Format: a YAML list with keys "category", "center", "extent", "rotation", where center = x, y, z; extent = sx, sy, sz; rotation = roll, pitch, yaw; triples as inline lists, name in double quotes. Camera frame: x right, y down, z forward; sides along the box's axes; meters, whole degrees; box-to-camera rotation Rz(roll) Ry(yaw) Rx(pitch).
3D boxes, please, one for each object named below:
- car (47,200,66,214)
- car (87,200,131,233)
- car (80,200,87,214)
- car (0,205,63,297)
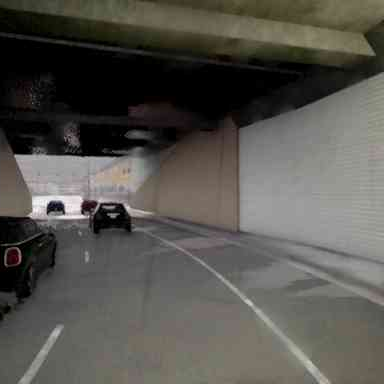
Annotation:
- category: "car"
  center: [-15.052, 1.651, 36.917]
  extent: [1.812, 1.442, 4.674]
  rotation: [-1, 0, -21]
- category: "car"
  center: [-5.097, 1.392, 20.458]
  extent: [2.097, 1.767, 4.553]
  rotation: [-1, 0, -20]
- category: "car"
  center: [-11.268, 1.569, 36.824]
  extent: [1.882, 1.535, 5.008]
  rotation: [-1, 0, -21]
- category: "car"
  center: [-4.877, 1.393, 8.580]
  extent: [2.097, 1.767, 4.553]
  rotation: [-1, 0, -13]
